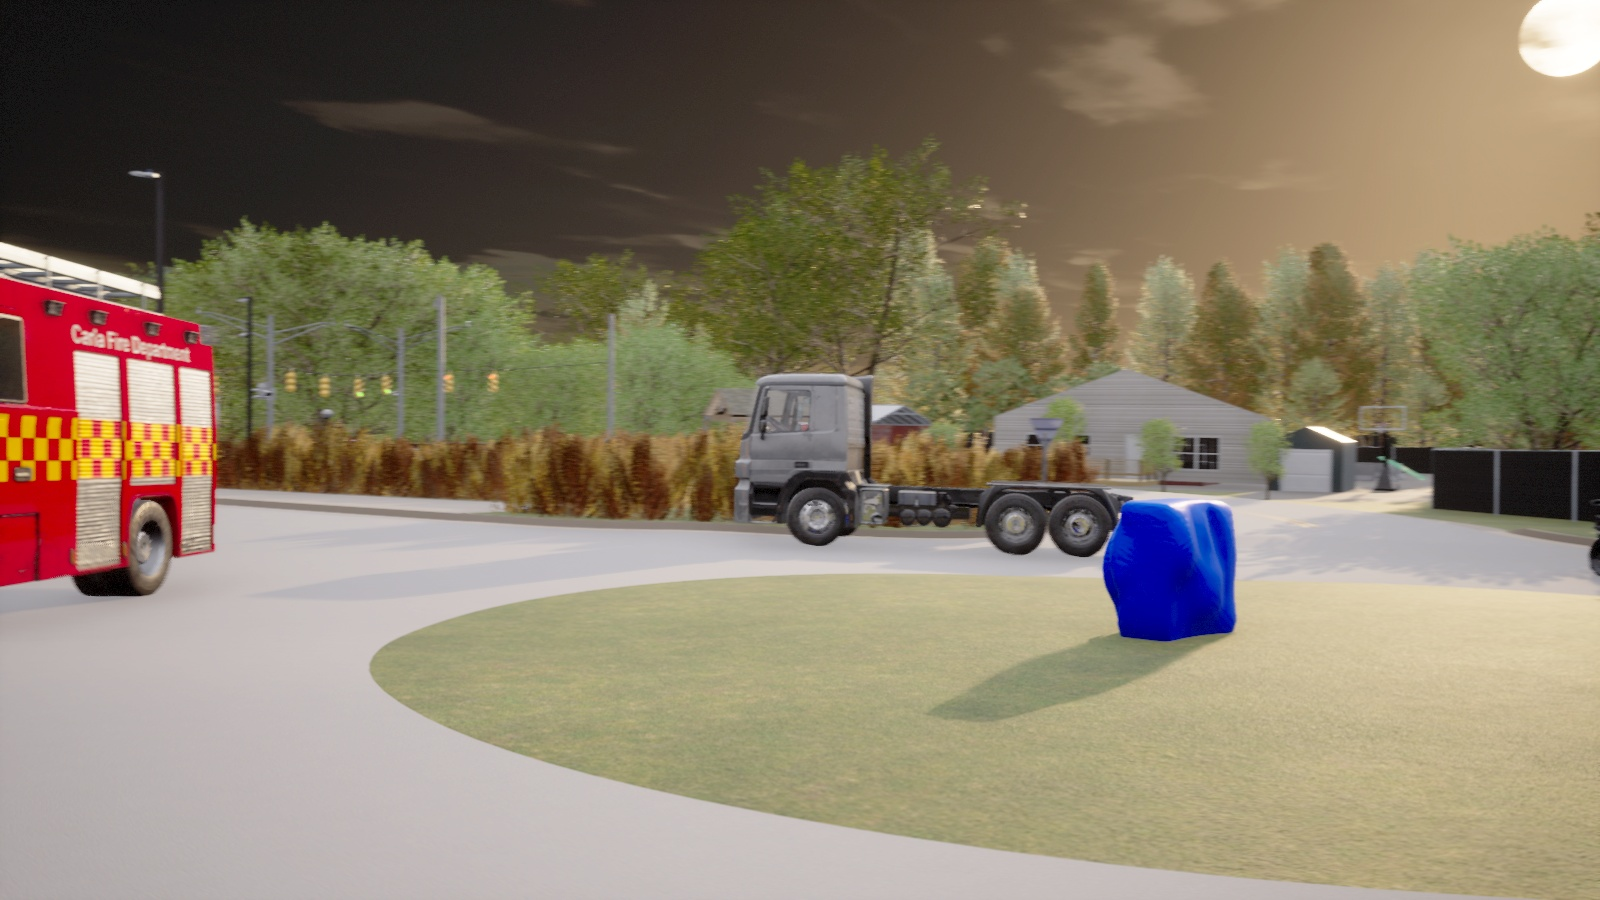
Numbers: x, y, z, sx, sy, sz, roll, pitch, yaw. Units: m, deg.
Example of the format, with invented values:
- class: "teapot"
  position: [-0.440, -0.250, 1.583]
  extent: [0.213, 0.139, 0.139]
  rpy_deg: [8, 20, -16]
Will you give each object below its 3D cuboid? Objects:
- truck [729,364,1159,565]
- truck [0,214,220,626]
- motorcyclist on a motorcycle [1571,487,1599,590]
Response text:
- class: "truck"
  position: [2.860, 0.220, 25.023]
  extent: [7.936, 3.462, 2.891]
  rpy_deg: [2, 0, 12]
- class: "truck"
  position: [-8.899, -0.284, 12.081]
  extent: [2.891, 3.827, 8.468]
  rpy_deg: [0, 0, -2]
- class: "motorcyclist on a motorcycle"
  position: [12.441, 1.307, 18.250]
  extent: [0.866, 1.530, 2.191]
  rpy_deg: [1, -2, -10]
